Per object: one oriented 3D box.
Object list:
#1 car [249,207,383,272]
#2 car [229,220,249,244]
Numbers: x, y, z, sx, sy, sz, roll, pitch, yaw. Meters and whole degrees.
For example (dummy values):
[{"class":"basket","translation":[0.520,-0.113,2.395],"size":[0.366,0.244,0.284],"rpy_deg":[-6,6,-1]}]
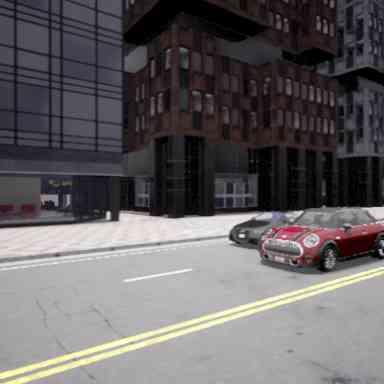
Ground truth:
[{"class":"car","translation":[4.314,1.317,10.753],"size":[4.553,1.767,2.097],"rpy_deg":[0,0,-35]},{"class":"car","translation":[3.583,1.524,14.224],"size":[4.181,1.385,1.994],"rpy_deg":[0,0,-35]}]
